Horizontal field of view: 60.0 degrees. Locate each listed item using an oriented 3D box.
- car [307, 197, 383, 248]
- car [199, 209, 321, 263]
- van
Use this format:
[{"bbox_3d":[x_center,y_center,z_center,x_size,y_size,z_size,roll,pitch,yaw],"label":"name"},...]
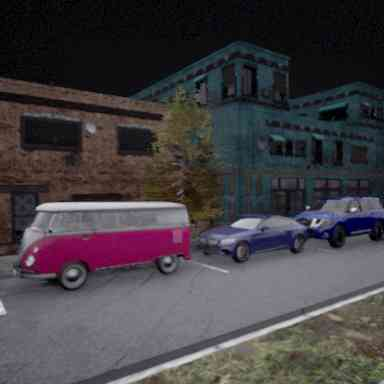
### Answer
[{"bbox_3d":[6.816,1.245,15.348,5.566,2.045,2.435,0,0,-36],"label":"car"},{"bbox_3d":[2.360,1.525,12.143,4.674,1.452,2.002,0,0,-36],"label":"car"},{"bbox_3d":[-2.221,1.254,8.849,4.442,1.987,1.878,0,0,-36],"label":"van"}]
